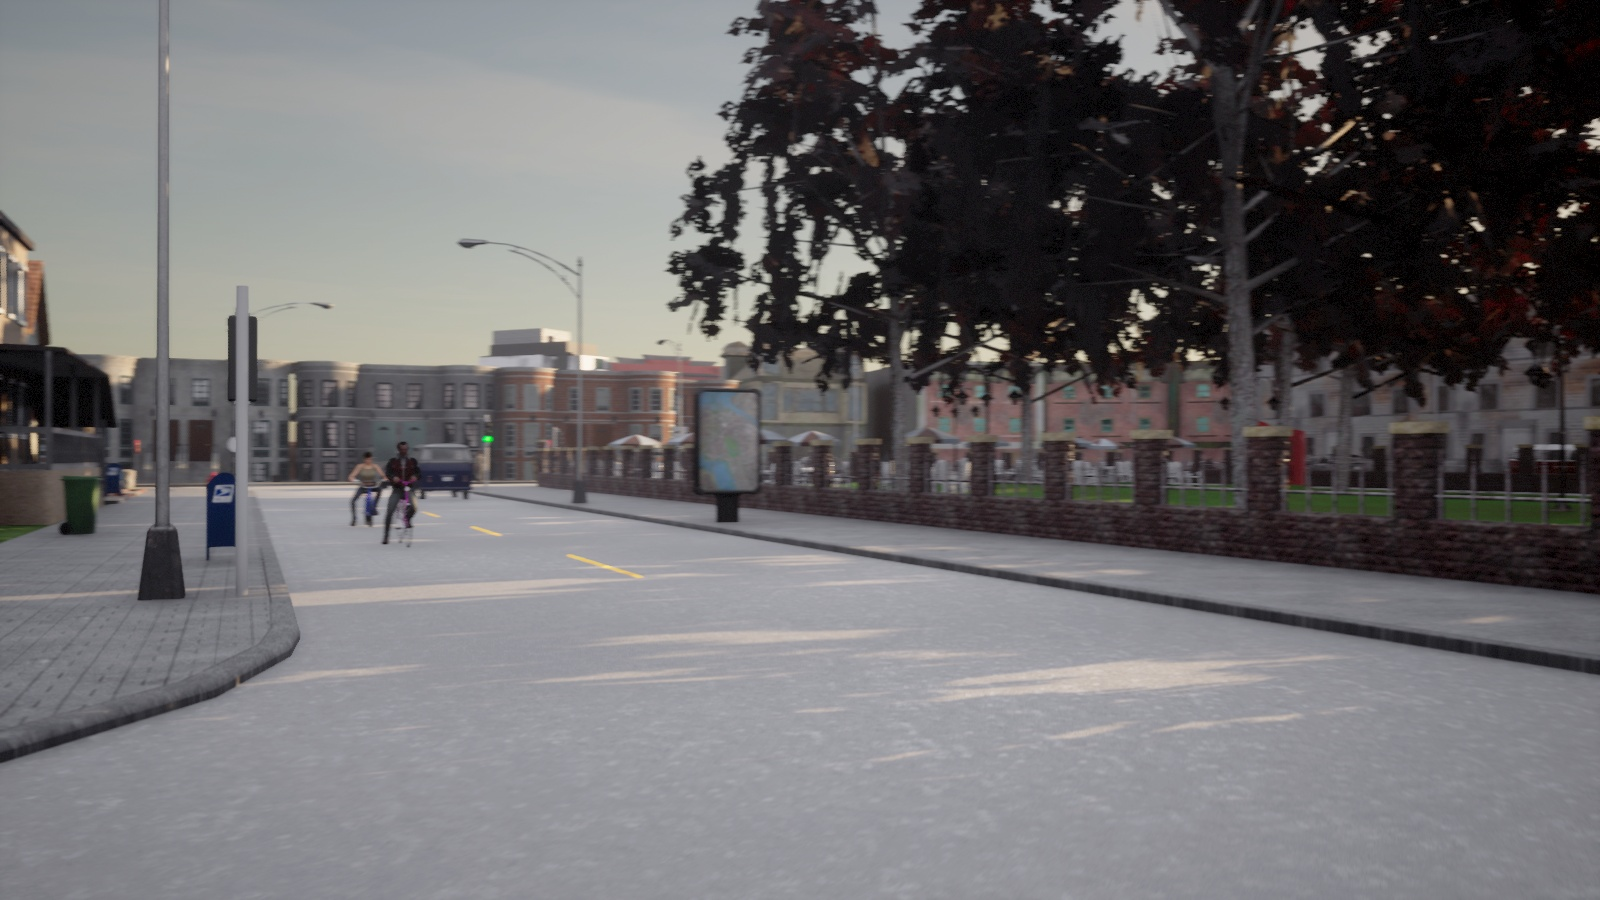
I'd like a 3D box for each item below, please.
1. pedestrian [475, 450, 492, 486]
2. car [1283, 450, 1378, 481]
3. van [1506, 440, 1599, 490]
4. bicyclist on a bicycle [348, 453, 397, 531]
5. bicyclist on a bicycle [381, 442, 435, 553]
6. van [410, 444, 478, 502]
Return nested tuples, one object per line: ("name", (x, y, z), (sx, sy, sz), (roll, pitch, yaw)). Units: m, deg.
("pedestrian", (-17.336, 1.001, 68.808), (0.659, 1.952, 0.873), (0, 0, -33))
("car", (29.766, 0.855, 70.633), (2.242, 1.667, 4.611), (0, 0, -24))
("van", (32.901, 0.624, 53.613), (2.069, 2.038, 4.480), (0, 0, -24))
("bicyclist on a bicycle", (-9.211, 0.877, 26.999), (0.866, 1.612, 1.509), (0, 0, -24))
("bicyclist on a bicycle", (-6.581, 0.766, 21.027), (0.659, 1.776, 1.843), (0, -1, -24))
("van", (-12.936, 0.814, 45.423), (1.775, 1.987, 4.442), (0, 0, -24))
